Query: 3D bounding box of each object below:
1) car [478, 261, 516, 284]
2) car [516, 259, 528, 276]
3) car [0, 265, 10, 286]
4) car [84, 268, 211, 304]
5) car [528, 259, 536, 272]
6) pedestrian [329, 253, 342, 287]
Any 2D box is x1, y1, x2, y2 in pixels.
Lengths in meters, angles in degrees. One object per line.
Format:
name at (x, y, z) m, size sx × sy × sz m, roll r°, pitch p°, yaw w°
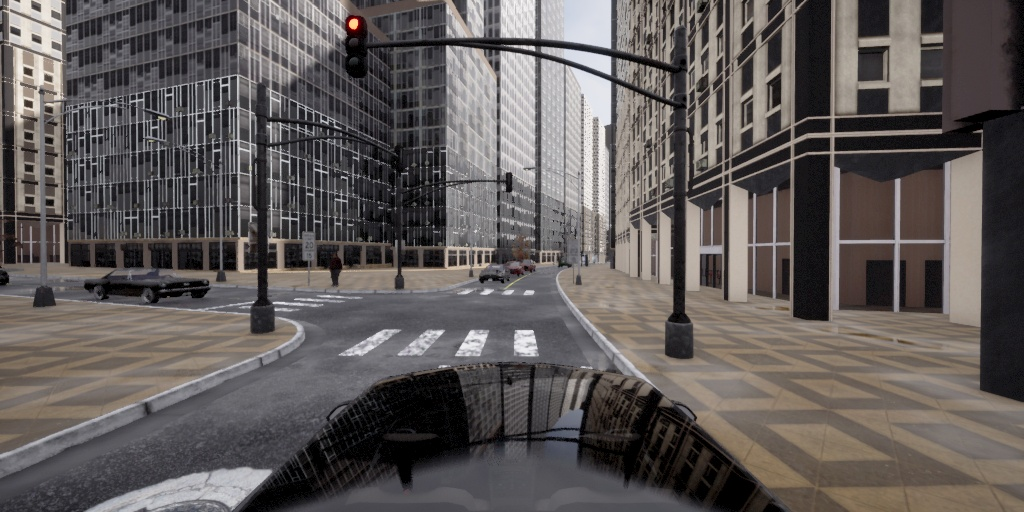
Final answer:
car at (-1.220, 1.331, 28.075) m, size 2.033 × 1.411 × 5.357 m, roll 0°, pitch 0°, yaw 7°
car at (0.132, 1.297, 37.783) m, size 1.882 × 1.535 × 5.008 m, roll 0°, pitch 0°, yaw 9°
car at (-29.107, 0.874, 18.963) m, size 4.892 × 1.490 × 1.837 m, roll 1°, pitch 1°, yaw 16°
car at (-15.075, 1.171, 14.904) m, size 4.718 × 1.301 × 1.895 m, roll 1°, pitch 1°, yaw 16°
car at (1.885, 1.220, 47.511) m, size 2.097 × 1.767 × 4.553 m, roll 0°, pitch 0°, yaw 11°
pedestrian at (-9.577, 0.716, 19.407) m, size 0.375 × 1.860 × 0.375 m, roll 0°, pitch 0°, yaw 16°
